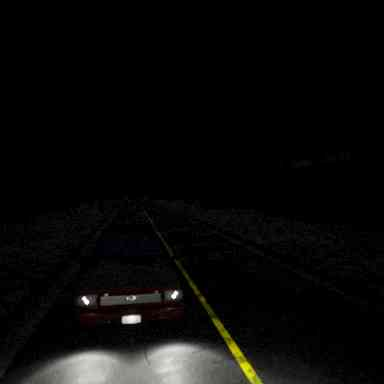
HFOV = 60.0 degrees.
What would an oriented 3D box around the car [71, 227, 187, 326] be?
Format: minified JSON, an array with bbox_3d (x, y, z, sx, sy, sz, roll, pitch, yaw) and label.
[{"bbox_3d":[-1.452,1.548,7.661,2.033,1.411,5.357,0,0,-12],"label":"car"}]
